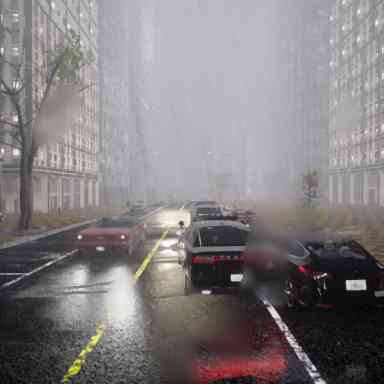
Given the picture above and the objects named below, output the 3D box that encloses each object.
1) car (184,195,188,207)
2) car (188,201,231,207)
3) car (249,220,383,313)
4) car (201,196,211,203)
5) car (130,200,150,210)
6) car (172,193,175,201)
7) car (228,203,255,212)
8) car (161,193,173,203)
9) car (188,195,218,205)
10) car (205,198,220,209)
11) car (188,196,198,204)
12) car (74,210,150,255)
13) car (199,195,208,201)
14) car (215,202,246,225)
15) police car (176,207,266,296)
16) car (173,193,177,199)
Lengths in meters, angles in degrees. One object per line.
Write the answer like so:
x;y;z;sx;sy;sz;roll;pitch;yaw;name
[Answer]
0.191;1.548;46.462;1.994;1.385;4.181;0;0;-1;car
0.877;1.501;18.812;1.837;1.490;4.892;0;0;0;car
2.705;1.564;7.544;1.947;1.339;4.313;-1;0;0;car
2.904;1.521;69.614;2.008;1.369;4.403;-1;0;0;car
-5.586;1.539;35.774;2.008;1.369;4.403;-1;0;0;car
-5.459;1.548;75.263;1.802;1.307;4.206;-1;0;0;car
2.740;1.540;18.829;1.887;1.381;4.507;-1;0;0;car
-5.478;1.495;69.452;1.752;1.417;4.829;-1;0;0;car
0.925;1.345;24.782;2.097;1.767;4.553;0;0;0;car
2.831;1.528;47.044;1.887;1.381;4.507;-1;0;0;car
0.201;1.538;63.810;1.994;1.385;4.181;0;0;0;car
-3.060;1.598;13.356;1.895;1.301;4.718;0;0;0;car
2.958;1.507;86.543;2.008;1.369;4.403;-1;0;0;car
2.759;1.518;24.642;1.752;1.417;4.829;-1;0;0;car
0.632;1.423;8.879;1.930;1.638;5.238;0;0;-5;police car
-5.426;1.271;86.546;2.192;1.841;5.009;-1;0;0;car
